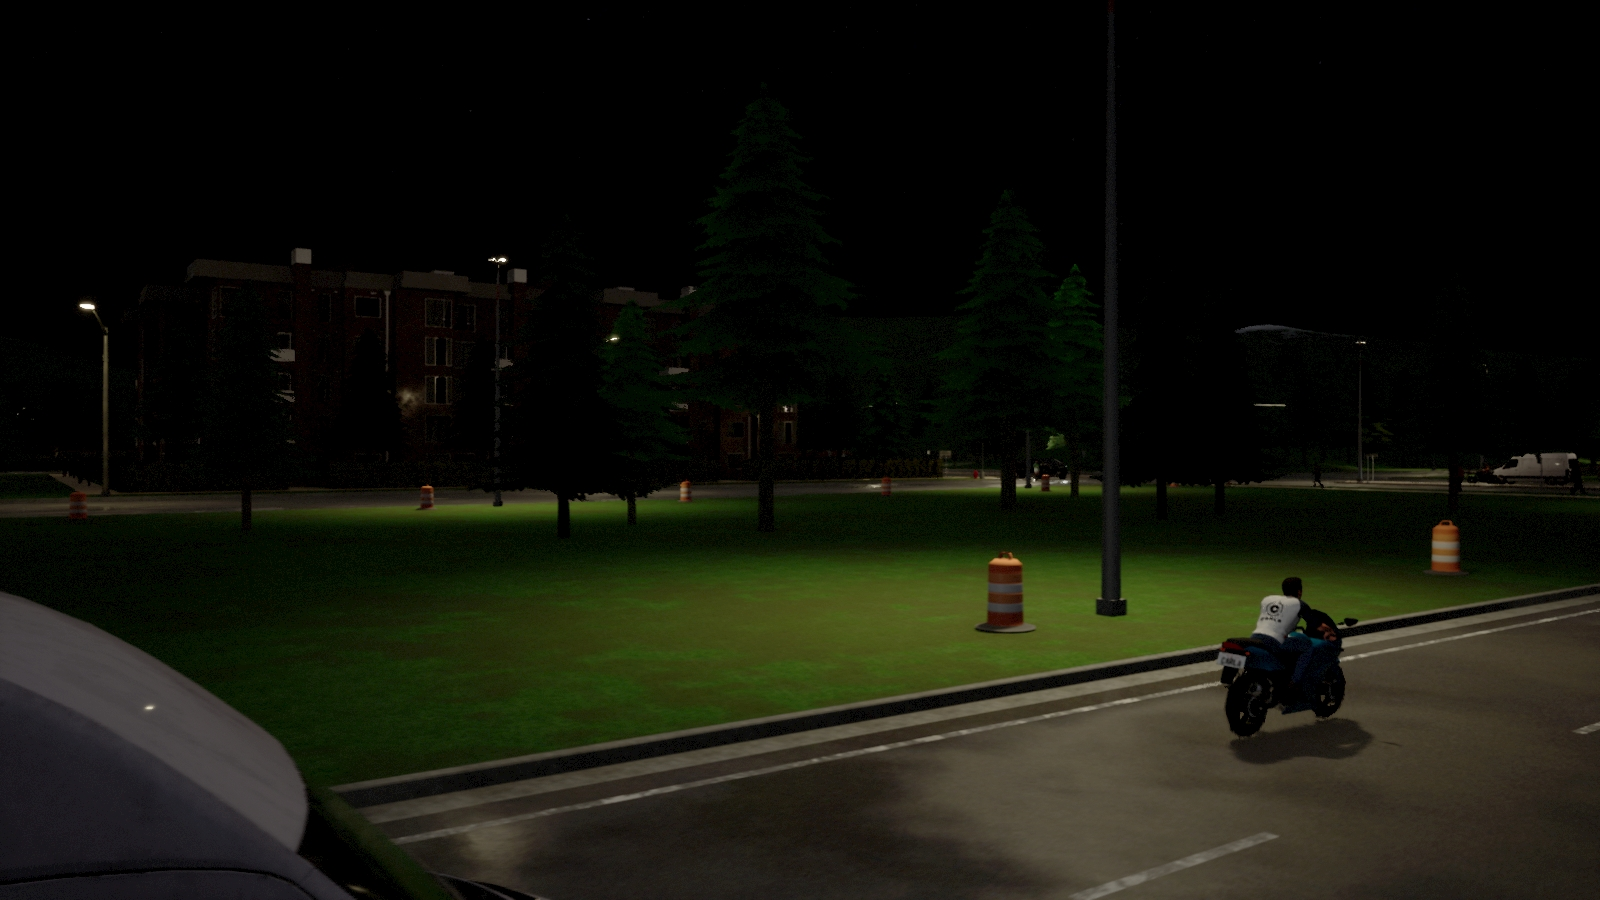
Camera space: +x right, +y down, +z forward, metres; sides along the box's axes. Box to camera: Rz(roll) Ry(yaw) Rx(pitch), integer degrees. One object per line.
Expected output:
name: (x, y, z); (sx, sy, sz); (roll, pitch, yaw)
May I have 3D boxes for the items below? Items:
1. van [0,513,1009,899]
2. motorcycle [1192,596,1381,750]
van: (-2.452, 1.534, 2.073); (5.915, 2.561, 1.988); (0, 0, -35)
motorcycle: (4.920, 2.184, 11.501); (2.033, 1.199, 0.803); (0, 0, -35)
